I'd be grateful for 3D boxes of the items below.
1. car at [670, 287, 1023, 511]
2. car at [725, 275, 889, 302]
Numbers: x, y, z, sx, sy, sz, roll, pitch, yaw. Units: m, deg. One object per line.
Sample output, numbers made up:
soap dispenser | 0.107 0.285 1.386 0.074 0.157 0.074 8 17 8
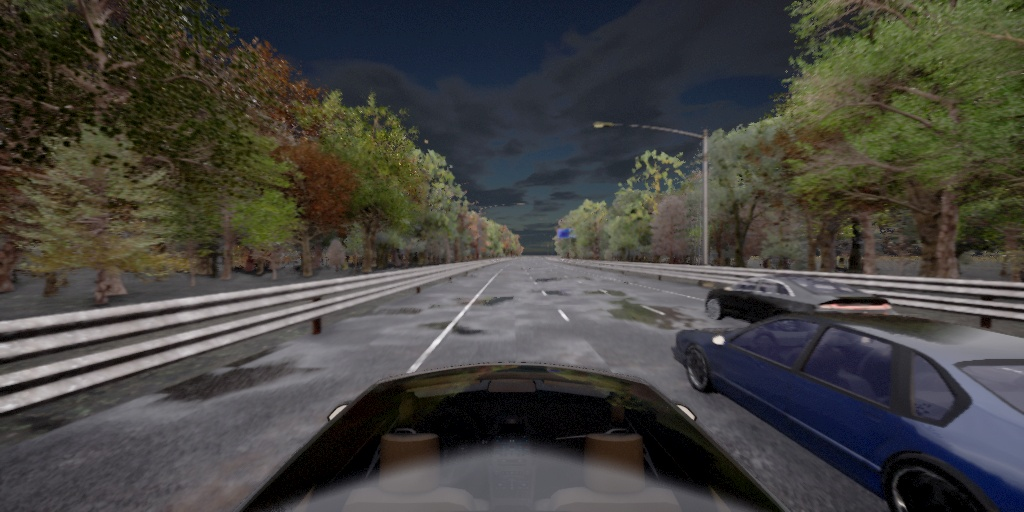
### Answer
car | 3.596 1.300 3.618 2.033 1.411 5.357 0 0 0
car | 7.098 1.251 9.560 2.128 1.511 4.902 0 0 0
